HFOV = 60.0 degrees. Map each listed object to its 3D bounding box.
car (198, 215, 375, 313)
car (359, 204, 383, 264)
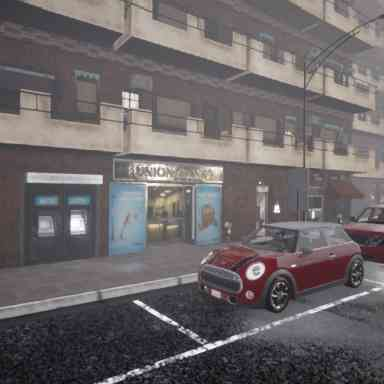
[{"bbox_3d":[2.087,1.442,7.593,4.097,1.590,1.967,0,0,-36],"label":"car"},{"bbox_3d":[6.588,1.320,10.815,5.009,1.841,2.192,0,0,-36],"label":"car"}]
